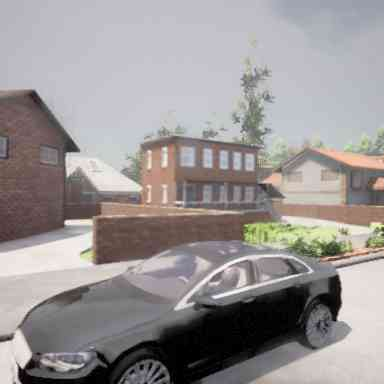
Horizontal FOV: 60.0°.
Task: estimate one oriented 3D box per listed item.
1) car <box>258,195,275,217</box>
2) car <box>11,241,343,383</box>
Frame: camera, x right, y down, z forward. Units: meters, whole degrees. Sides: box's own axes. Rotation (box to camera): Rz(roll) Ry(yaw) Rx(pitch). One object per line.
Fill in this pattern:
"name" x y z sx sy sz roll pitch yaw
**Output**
"car" 5.147 1.212 27.280 3.866 1.878 1.905 1 -1 -36
"car" 0.209 1.527 4.770 4.902 1.511 2.128 1 -1 -36
